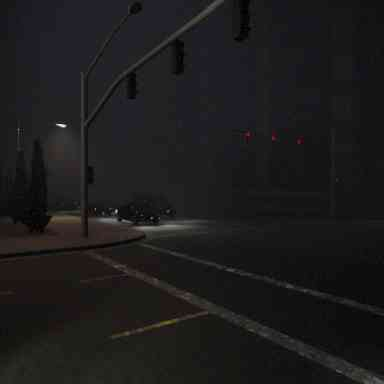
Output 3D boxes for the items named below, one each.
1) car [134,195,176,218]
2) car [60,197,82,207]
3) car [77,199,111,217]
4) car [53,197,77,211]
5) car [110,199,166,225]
[{"bbox_3d":[-3.616,1.281,30.435,2.150,2.045,5.566,0,0,-35],"label":"car"},{"bbox_3d":[-19.322,1.607,53.079,2.033,1.411,5.357,0,0,-35],"label":"car"},{"bbox_3d":[-9.473,1.659,32.720,1.895,1.301,4.718,0,0,-35],"label":"car"},{"bbox_3d":[-16.148,1.410,42.309,2.097,1.767,4.553,0,0,-35],"label":"car"},{"bbox_3d":[-4.177,1.563,25.120,1.837,1.490,4.892,0,0,-35],"label":"car"}]
